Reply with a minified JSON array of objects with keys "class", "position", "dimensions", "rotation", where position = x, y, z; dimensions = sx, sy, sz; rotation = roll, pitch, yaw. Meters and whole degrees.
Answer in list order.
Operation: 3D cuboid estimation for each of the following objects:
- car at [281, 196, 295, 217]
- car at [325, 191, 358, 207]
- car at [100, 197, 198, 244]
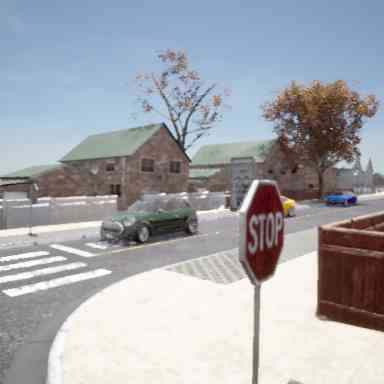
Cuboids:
[{"class":"car","position":[5.175,0.965,22.392],"dimensions":[1.882,1.535,5.008],"rotation":[1,2,42]},{"class":"car","position":[14.991,0.638,33.234],"dimensions":[1.882,1.535,5.008],"rotation":[2,2,42]},{"class":"car","position":[-1.765,1.073,14.609],"dimensions":[2.097,1.767,4.553],"rotation":[1,2,40]}]
